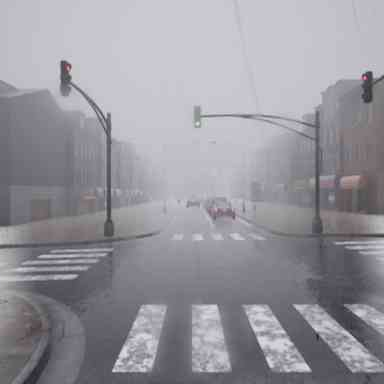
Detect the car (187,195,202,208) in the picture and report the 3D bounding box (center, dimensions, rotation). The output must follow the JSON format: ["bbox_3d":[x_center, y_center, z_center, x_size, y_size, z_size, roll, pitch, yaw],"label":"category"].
[{"bbox_3d":[0.237,1.593,54.049,2.097,1.767,4.553,0,0,1],"label":"car"}]

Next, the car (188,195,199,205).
[{"bbox_3d":[0.268,1.551,68.054,2.150,2.045,5.566,0,0,1],"label":"car"}]

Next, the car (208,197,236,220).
[{"bbox_3d":[2.706,1.550,29.561,1.967,1.590,4.097,-1,0,0],"label":"car"}]

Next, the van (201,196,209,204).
[{"bbox_3d":[2.818,1.703,72.780,1.690,1.788,3.998,-1,0,0],"label":"van"}]

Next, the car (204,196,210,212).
[{"bbox_3d":[2.719,1.452,34.963,2.192,1.841,5.009,-1,0,0],"label":"car"}]

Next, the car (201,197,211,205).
[{"bbox_3d":[2.806,1.852,67.546,1.752,1.417,4.829,-1,0,0],"label":"car"}]

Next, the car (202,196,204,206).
[{"bbox_3d":[2.733,1.480,40.366,2.192,1.841,5.009,-1,0,0],"label":"car"}]

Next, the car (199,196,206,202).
[{"bbox_3d":[2.875,1.959,94.388,1.967,1.590,4.097,-1,0,0],"label":"car"}]

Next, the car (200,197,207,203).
[{"bbox_3d":[2.848,2.020,83.583,1.802,1.307,4.206,-1,0,0],"label":"car"}]
